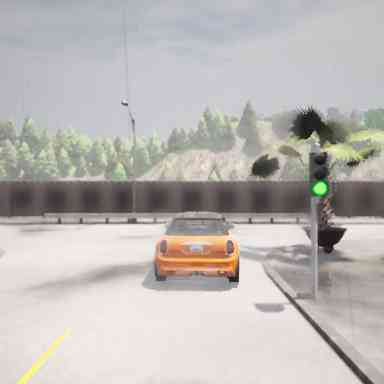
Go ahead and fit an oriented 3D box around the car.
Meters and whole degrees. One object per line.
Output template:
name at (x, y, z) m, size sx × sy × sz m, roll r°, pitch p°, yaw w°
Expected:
car at (0.207, 1.364, 9.919) m, size 2.097 × 1.767 × 4.553 m, roll 0°, pitch 0°, yaw 3°
